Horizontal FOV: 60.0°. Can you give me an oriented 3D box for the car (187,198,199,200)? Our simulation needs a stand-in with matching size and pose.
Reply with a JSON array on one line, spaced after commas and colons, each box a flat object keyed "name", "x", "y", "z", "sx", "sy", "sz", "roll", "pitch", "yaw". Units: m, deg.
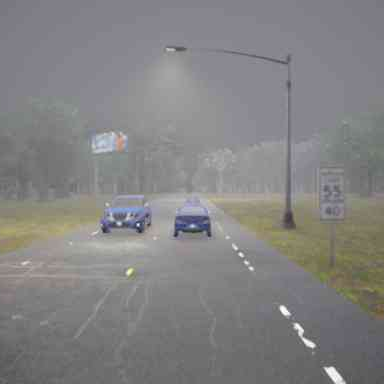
[{"name": "car", "x": 0.073, "y": 1.340, "z": 37.551, "sx": 2.033, "sy": 1.411, "sz": 5.357, "roll": 0, "pitch": 1, "yaw": 0}]

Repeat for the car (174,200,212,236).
[{"name": "car", "x": 0.050, "y": 1.446, "z": 18.213, "sx": 1.882, "sy": 1.535, "sz": 5.008, "roll": 0, "pitch": 0, "yaw": 1}]

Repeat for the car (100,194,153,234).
[{"name": "car", "x": -3.590, "y": 1.184, "z": 19.236, "sx": 2.150, "sy": 2.045, "sz": 5.566, "roll": 0, "pitch": 0, "yaw": 0}]
